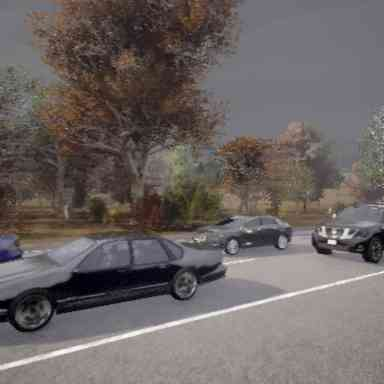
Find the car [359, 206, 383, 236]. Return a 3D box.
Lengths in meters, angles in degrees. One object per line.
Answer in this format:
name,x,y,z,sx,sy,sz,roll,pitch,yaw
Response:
car,13.242,1.850,21.949,4.553,1.767,2.097,1,-1,-35

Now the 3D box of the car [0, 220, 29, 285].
car,-6.598,1.523,7.882,4.674,1.442,1.812,1,0,-35

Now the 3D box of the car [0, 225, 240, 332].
car,-1.717,1.591,7.049,5.357,1.411,2.033,1,-1,-35

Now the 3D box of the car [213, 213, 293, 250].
car,2.250,1.703,14.173,4.892,1.490,1.837,2,-1,-35

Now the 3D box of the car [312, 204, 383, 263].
car,7.238,1.503,13.435,5.566,2.045,2.150,2,-1,-36
